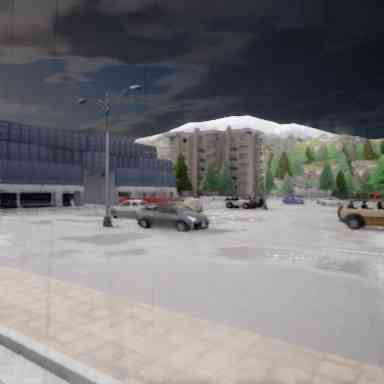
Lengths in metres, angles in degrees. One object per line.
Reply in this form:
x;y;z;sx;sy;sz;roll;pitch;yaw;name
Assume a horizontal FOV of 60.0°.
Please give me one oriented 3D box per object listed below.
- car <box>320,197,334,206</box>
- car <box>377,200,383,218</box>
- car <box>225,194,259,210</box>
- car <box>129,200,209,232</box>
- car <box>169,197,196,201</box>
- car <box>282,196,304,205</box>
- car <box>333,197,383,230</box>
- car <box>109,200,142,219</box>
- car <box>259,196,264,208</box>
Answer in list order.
22.600;1.575;53.246;3.806;1.475;1.970;0;0;35;car
18.777;1.500;28.984;4.514;1.523;2.007;0;0;35;car
6.049;1.248;42.307;3.866;1.878;1.905;0;0;35;car
-1.205;1.474;19.394;4.514;1.523;2.007;0;0;35;car
-1.368;1.320;31.882;5.027;1.636;2.152;0;0;35;car
18.282;1.552;59.976;3.633;1.501;1.845;0;0;35;car
10.977;1.294;19.247;4.605;1.855;1.932;0;0;35;car
-4.825;1.397;26.465;3.806;1.475;1.970;0;0;35;car
7.397;1.269;44.913;4.605;1.855;1.932;0;0;35;car
